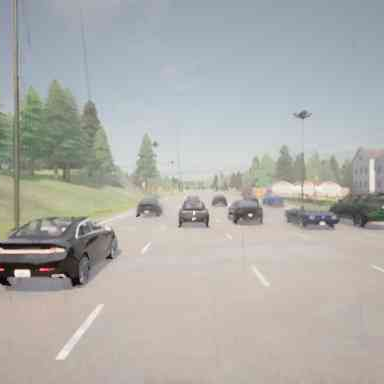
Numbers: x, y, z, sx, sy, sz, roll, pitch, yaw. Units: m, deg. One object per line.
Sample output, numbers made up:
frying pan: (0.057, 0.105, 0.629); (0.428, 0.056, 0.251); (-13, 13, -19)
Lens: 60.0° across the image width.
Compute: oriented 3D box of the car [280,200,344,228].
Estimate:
car: (7.107, 1.406, 20.316); (1.895, 1.301, 4.718); (0, 1, 0)

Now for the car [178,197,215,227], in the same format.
car: (0.107, 1.289, 21.202); (2.128, 1.511, 4.902); (0, 1, 0)

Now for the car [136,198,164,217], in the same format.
car: (-3.480, 1.238, 28.051); (1.837, 1.490, 4.892); (0, 1, 0)

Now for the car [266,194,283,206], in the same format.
car: (10.604, 1.058, 43.913); (1.882, 1.535, 5.008); (0, 1, 0)

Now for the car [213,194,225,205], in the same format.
car: (3.604, 1.082, 44.304); (1.837, 1.490, 4.892); (0, 1, 0)

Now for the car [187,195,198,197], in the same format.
car: (0.104, 1.083, 42.852); (2.128, 1.511, 4.902); (0, 1, 0)

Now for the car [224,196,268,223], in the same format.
car: (3.608, 1.257, 23.030); (1.882, 1.535, 5.008); (0, 1, 0)

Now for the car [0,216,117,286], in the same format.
car: (-3.396, 1.402, 9.089); (2.128, 1.511, 4.902); (0, 0, 0)

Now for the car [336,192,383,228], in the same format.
car: (10.607, 1.025, 20.656); (2.150, 2.045, 5.566); (0, 1, 0)
